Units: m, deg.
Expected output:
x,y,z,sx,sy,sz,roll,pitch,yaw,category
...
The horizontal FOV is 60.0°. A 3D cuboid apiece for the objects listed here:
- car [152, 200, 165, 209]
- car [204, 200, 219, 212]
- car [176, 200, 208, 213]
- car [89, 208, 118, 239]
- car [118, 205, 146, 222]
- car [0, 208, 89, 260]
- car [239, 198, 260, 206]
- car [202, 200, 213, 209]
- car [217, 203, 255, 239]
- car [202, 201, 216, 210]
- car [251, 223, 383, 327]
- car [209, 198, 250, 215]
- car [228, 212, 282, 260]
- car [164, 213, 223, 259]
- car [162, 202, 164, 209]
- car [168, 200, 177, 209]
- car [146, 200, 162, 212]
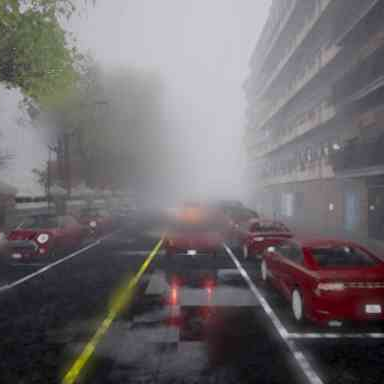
x,y,z,sx,sy,sz,roll,pitch,yaw,category
-5.705,2.139,57.663,1.752,1.417,4.829,0,-1,0,car
2.678,1.930,46.576,1.967,1.590,4.097,0,-1,0,car
0.014,1.647,28.420,2.097,1.767,4.553,0,-1,0,car
-5.696,1.631,18.423,1.967,1.590,4.097,0,-1,0,car
-5.698,1.860,29.683,2.008,1.369,4.403,0,-1,0,car
-5.695,1.573,12.795,1.967,1.590,4.097,0,-1,0,car
14.597,2.513,84.829,5.009,1.841,2.192,1,-1,0,car
2.676,2.143,58.007,1.752,1.417,4.829,0,-1,0,car
2.685,1.632,18.426,1.967,1.590,4.097,0,-1,0,car
2.678,2.118,52.205,1.947,1.339,4.313,0,-1,0,car
2.688,1.619,7.166,1.887,1.381,4.507,0,-1,0,car
2.683,1.565,24.057,2.192,1.841,5.009,0,-1,0,car
2.686,1.677,12.796,1.887,1.381,4.507,0,-1,0,car
0.013,1.738,13.247,1.895,1.301,4.718,0,-1,0,car
-5.703,2.103,52.203,2.008,1.369,4.403,0,-1,0,car
-3.086,2.104,57.604,2.128,1.511,4.902,0,-1,0,car
-5.702,2.014,46.403,1.752,1.417,4.829,0,-1,0,car
